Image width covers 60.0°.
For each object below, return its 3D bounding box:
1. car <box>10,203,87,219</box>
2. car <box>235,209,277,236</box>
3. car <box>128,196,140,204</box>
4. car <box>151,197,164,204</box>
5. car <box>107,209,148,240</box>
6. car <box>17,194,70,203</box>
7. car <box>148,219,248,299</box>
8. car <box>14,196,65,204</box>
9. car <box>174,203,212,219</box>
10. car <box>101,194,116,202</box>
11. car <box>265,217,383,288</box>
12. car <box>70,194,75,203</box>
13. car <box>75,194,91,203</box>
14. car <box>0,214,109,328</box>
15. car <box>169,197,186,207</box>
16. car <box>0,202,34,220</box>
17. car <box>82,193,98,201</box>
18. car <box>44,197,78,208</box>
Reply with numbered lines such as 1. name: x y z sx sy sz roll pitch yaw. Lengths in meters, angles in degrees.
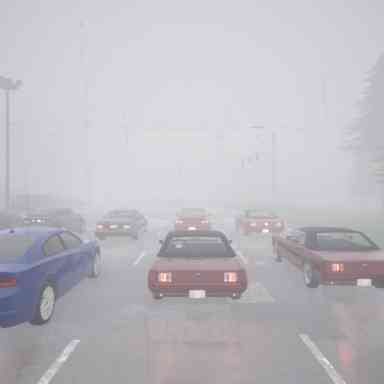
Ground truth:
1. car: -6.935 1.505 16.975 1.837 1.490 4.892 0 0 0
2. car: 3.542 1.601 18.336 1.895 1.301 4.718 0 0 -1
3. car: -11.566 1.547 66.358 2.033 1.411 5.357 0 0 -17
4. car: -6.522 1.564 62.133 1.994 1.385 4.181 0 0 -14
5. car: -3.429 1.547 16.928 2.033 1.411 5.357 0 0 0
6. car: -17.558 1.223 38.496 5.566 2.045 2.150 0 0 -13
7. car: 0.091 1.601 8.376 1.895 1.301 4.718 0 0 0
8. car: -16.467 1.493 35.109 4.902 1.511 2.128 0 0 -14
9. car: 0.053 1.526 17.479 1.812 1.442 4.674 0 0 1
10. car: -18.588 1.553 75.033 1.994 1.385 4.181 0 0 -27
11. car: 3.592 1.601 9.168 1.895 1.301 4.718 0 0 0
12. car: -18.184 1.223 42.033 5.566 2.045 2.150 0 0 -13
13. car: -17.291 1.493 46.619 4.902 1.511 2.128 0 1 -29
14. car: -3.407 1.478 7.118 1.882 1.535 5.008 0 0 0
15. car: -2.292 1.547 52.528 2.033 1.411 5.357 0 0 9
16. car: -10.436 1.491 16.959 2.128 1.511 4.902 0 0 0
17. car: -25.220 1.225 79.444 2.150 2.045 5.566 0 0 -37
18. car: -19.555 1.525 49.601 4.674 1.442 1.812 0 1 -25
